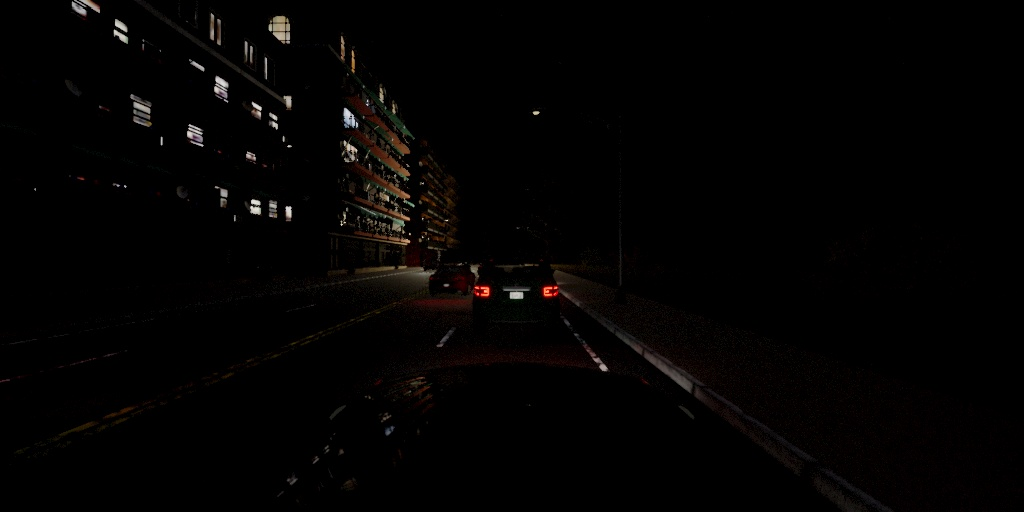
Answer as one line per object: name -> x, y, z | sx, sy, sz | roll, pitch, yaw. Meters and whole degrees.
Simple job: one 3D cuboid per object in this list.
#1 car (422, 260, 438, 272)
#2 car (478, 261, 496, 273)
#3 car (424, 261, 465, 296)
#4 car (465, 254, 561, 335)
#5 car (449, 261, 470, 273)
car -> -9.729, 1.277, 44.781 | 1.812, 1.442, 4.674 | 0, 0, 0
car -> -3.044, 1.314, 44.371 | 1.994, 1.385, 4.181 | 0, 0, 0
car -> -3.106, 1.229, 19.468 | 1.882, 1.535, 5.008 | 0, 0, 0
car -> 0.116, 0.973, 10.687 | 2.150, 2.045, 5.566 | 0, 0, 0
car -> -6.492, 1.315, 44.932 | 1.994, 1.385, 4.181 | 0, 0, 0
